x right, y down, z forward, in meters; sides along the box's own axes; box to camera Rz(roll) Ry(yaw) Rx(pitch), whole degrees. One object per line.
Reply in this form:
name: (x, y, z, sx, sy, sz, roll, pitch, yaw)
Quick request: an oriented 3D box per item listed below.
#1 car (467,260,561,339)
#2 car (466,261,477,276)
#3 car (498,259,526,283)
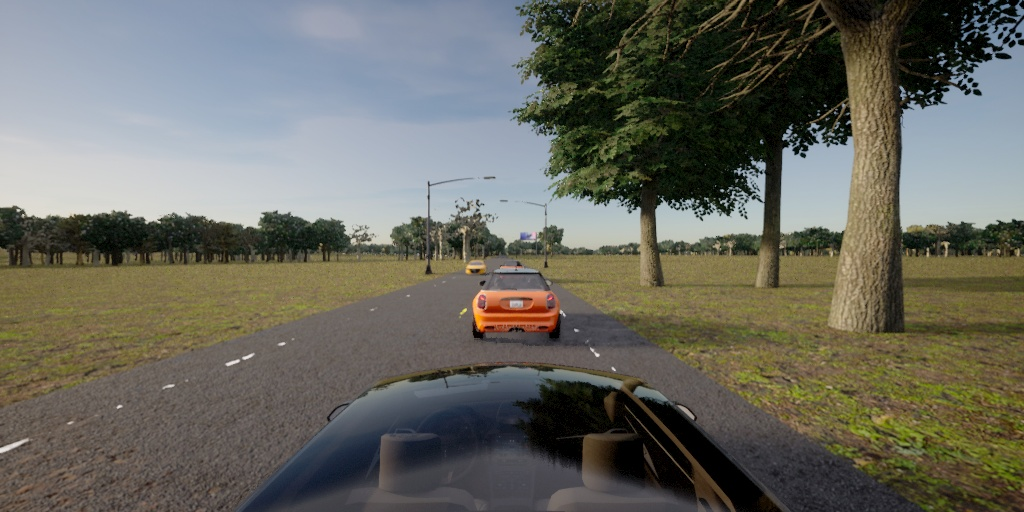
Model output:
car: (0.102, 1.116, 10.259, 2.097, 1.767, 4.553, 0, 0, 0)
car: (-3.697, 1.245, 37.811, 1.882, 1.535, 5.008, 0, 0, 0)
car: (0.051, 1.138, 29.097, 2.097, 1.767, 4.553, 0, 0, 1)
